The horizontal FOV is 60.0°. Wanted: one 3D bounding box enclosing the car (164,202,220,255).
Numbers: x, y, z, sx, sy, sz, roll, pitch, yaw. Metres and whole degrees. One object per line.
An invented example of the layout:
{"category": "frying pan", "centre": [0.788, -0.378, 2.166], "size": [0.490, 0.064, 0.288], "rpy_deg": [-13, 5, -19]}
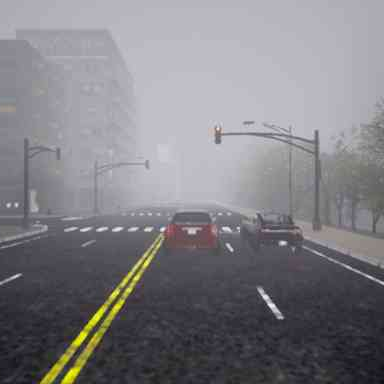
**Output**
{"category": "car", "centre": [0.006, 1.488, 14.079], "size": [2.097, 1.767, 4.553], "rpy_deg": [0, -1, 0]}

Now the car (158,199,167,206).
{"category": "car", "centre": [-6.488, 2.266, 73.454], "size": [1.812, 1.442, 4.674], "rpy_deg": [0, -1, 0]}

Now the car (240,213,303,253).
{"category": "car", "centre": [3.258, 1.633, 14.307], "size": [2.128, 1.511, 4.902], "rpy_deg": [0, 0, 0]}

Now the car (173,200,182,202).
{"category": "car", "centre": [-3.238, 2.336, 73.423], "size": [1.895, 1.301, 4.718], "rpy_deg": [0, -1, 0]}
